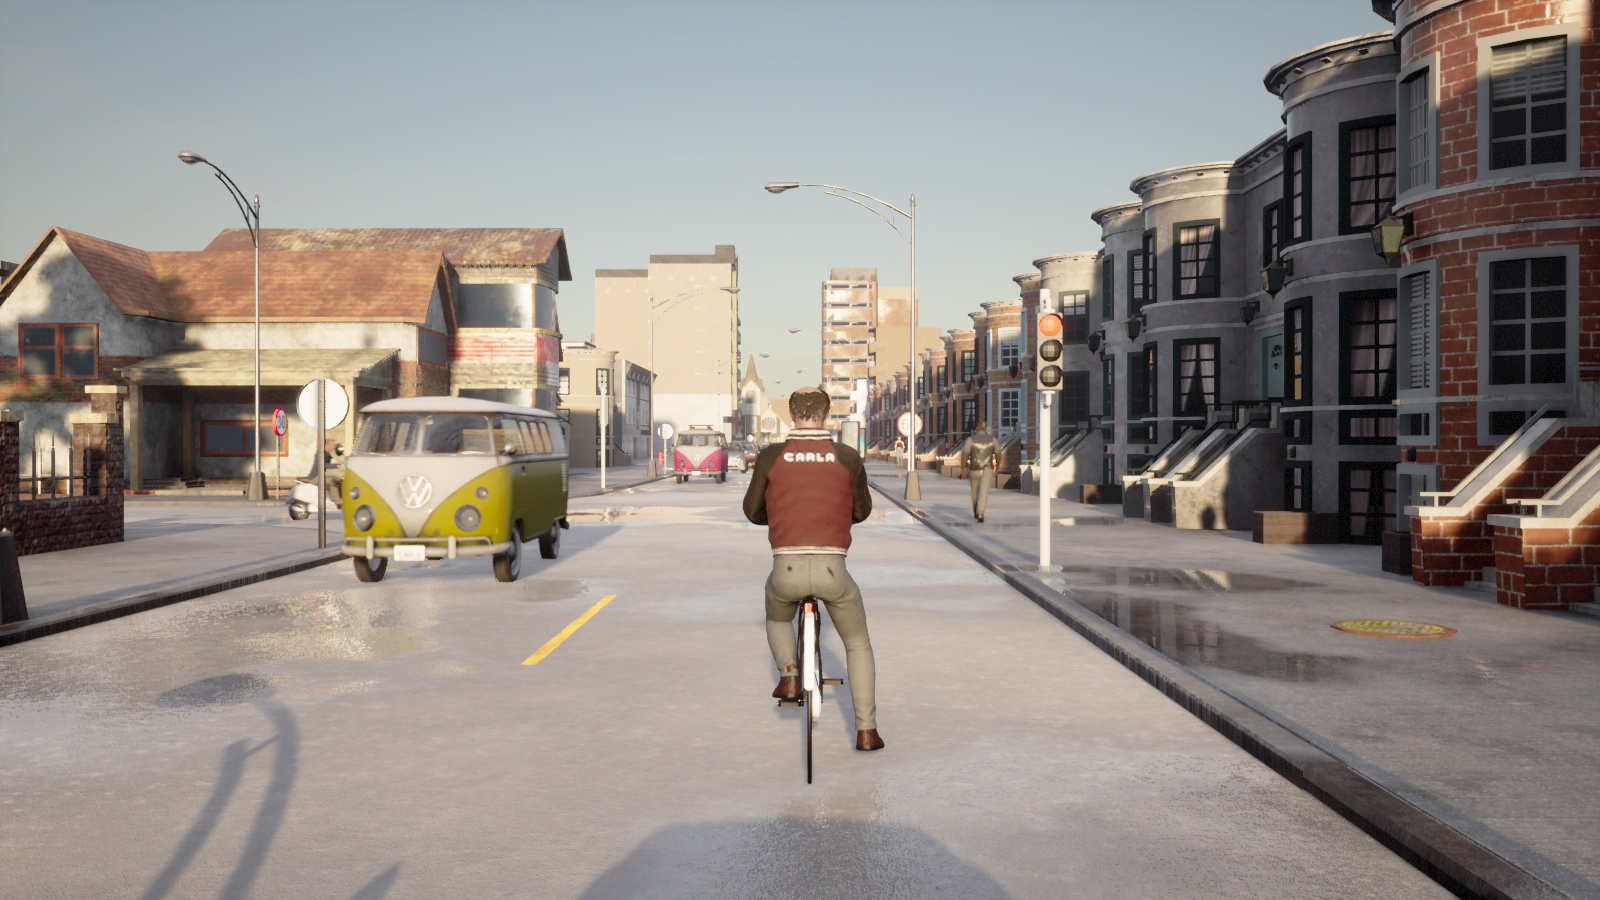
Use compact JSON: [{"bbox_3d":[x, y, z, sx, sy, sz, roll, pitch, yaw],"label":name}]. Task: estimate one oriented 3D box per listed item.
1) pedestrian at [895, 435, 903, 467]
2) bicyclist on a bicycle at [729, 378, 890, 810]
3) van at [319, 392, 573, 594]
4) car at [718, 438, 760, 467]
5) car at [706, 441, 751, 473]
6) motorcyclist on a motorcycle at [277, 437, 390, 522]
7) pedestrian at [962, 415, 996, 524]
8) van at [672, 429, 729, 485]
[{"bbox_3d":[5.619,0.059,71.088,0.345,1.836,0.594,0,0,13],"label":"pedestrian"},{"bbox_3d":[0.045,0.583,6.081,0.659,1.776,1.843,0,1,0],"label":"bicyclist on a bicycle"},{"bbox_3d":[-3.885,0.414,14.591,1.775,1.987,4.442,0,0,-1],"label":"van"},{"bbox_3d":[-3.512,0.108,73.392,2.152,1.651,5.027,0,0,0],"label":"car"},{"bbox_3d":[-3.579,0.332,63.494,2.007,1.525,4.514,0,0,0],"label":"car"},{"bbox_3d":[-8.912,0.557,24.027,1.817,1.590,0.866,0,1,3],"label":"motorcyclist on a motorcycle"},{"bbox_3d":[3.142,0.334,22.022,0.563,1.883,0.849,0,0,10],"label":"pedestrian"},{"bbox_3d":[-3.688,0.230,47.166,1.775,1.987,4.442,0,0,1],"label":"van"}]
